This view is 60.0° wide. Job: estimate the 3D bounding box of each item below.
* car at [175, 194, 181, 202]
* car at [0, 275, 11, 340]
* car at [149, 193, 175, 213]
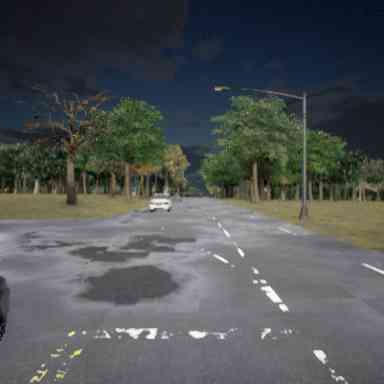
[{"bbox_3d":[-3.393,1.317,71.759,2.097,1.767,4.553,0,0,0],"label":"car"},{"bbox_3d":[-3.490,1.506,2.779,1.837,1.490,4.892,0,0,0],"label":"car"},{"bbox_3d":[-3.429,1.169,37.245,2.150,2.045,5.566,0,0,0],"label":"car"}]
